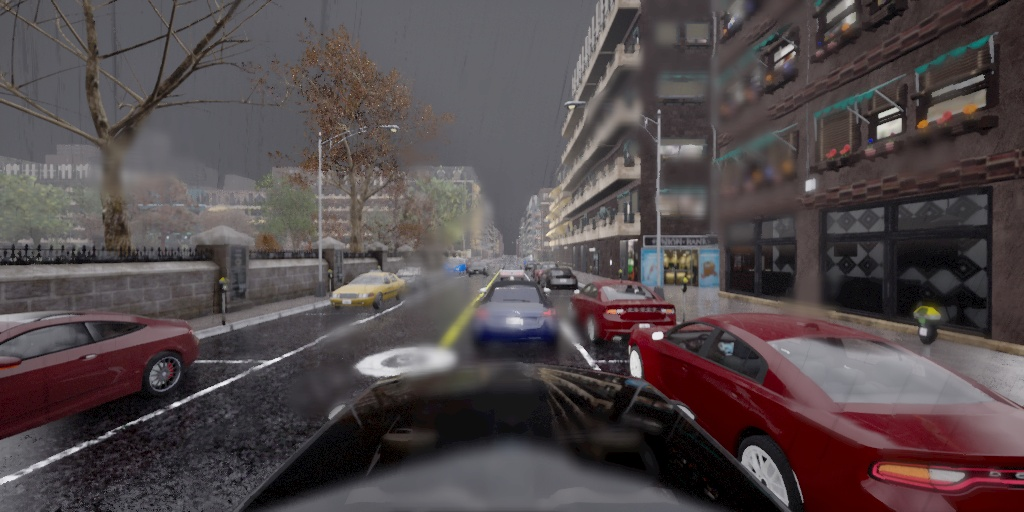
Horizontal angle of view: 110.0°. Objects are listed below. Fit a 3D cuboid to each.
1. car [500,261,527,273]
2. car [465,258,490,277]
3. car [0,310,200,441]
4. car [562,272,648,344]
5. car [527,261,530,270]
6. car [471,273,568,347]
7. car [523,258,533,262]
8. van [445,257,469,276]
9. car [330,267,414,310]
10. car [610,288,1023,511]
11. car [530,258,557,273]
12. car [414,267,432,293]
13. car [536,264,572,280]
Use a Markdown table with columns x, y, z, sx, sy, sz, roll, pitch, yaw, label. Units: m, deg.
| x | y | z | sx | sy | sz | roll | pitch | yaw | label |
| --- | --- | --- | --- | --- | --- | --- | --- | --- | --- |
| 0.034 | 1.343 | 29.341 | 1.895 | 1.301 | 4.718 | 0 | 0 | 1 | car |
| -3.152 | 1.247 | 35.061 | 1.837 | 1.490 | 4.892 | 0 | 0 | 0 | car |
| -5.694 | 1.331 | 3.914 | 1.802 | 1.307 | 4.207 | 0 | 0 | 0 | car |
| 2.674 | 1.292 | 9.469 | 1.888 | 1.381 | 4.507 | 0 | 0 | 0 | car |
| 2.622 | 1.308 | 31.609 | 1.948 | 1.339 | 4.313 | 0 | 0 | 0 | car |
| 0.082 | 1.311 | 9.306 | 1.994 | 1.385 | 4.181 | 0 | 0 | 0 | car |
| 2.583 | 1.306 | 48.214 | 1.948 | 1.339 | 4.313 | 0 | 0 | 0 | car |
| -5.772 | 1.082 | 37.123 | 1.690 | 1.789 | 3.998 | 0 | 0 | 0 | van |
| -5.719 | 1.270 | 14.814 | 1.751 | 1.417 | 4.829 | 0 | 0 | 0 | car |
| 2.686 | 1.294 | 3.934 | 1.888 | 1.381 | 4.507 | 0 | 0 | 0 | car |
| 2.635 | 1.182 | 26.074 | 1.967 | 1.591 | 4.097 | 0 | 0 | 0 | car |
| -5.733 | 1.294 | 20.519 | 2.007 | 1.370 | 4.403 | 0 | 0 | 0 | car |
| 2.648 | 1.310 | 20.539 | 1.948 | 1.339 | 4.313 | 0 | 0 | 0 | car |
